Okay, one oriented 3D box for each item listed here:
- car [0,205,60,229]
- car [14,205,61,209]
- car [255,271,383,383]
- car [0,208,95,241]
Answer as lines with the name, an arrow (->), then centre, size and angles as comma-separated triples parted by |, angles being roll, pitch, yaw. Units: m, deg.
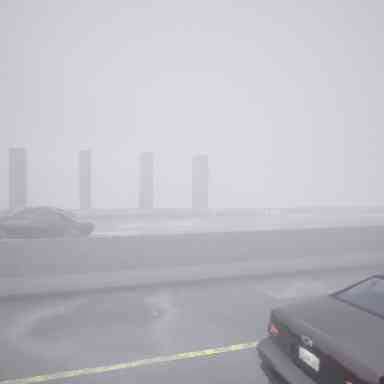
car -> -10.871, 1.564, 21.452 | 4.181, 1.385, 1.994 | 0, 0, -17
car -> -8.787, 1.506, 18.437 | 4.892, 1.490, 1.837 | 0, 0, -18
car -> 3.432, 1.546, 3.784 | 5.357, 1.411, 2.033 | 0, 0, -18
car -> -6.933, 1.601, 15.349 | 4.718, 1.301, 1.895 | 0, 0, -18
